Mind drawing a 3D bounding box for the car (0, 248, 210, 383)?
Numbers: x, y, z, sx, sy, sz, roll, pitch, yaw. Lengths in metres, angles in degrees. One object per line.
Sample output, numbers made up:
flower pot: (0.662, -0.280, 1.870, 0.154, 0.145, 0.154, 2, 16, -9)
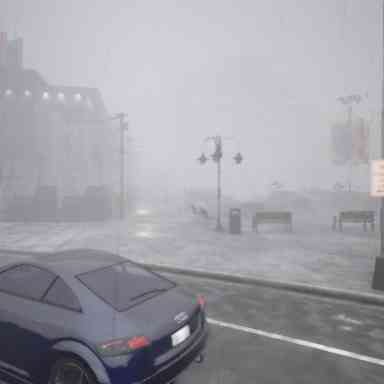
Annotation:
car: (-1.858, 1.519, 4.619, 4.181, 1.385, 1.994, 0, 1, 30)
